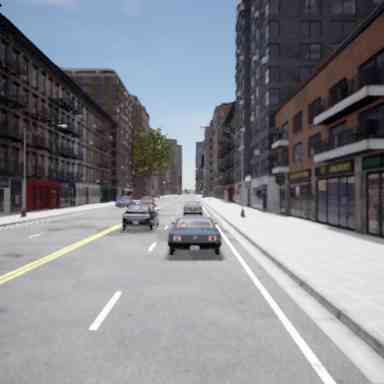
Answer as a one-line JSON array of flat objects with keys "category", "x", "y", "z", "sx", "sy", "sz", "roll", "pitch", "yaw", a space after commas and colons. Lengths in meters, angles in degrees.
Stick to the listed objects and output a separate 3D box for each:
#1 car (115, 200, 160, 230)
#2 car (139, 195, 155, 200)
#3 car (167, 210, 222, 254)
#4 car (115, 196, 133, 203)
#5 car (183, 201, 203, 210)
[{"category": "car", "x": -3.157, "y": 1.497, "z": 21.098, "sx": 2.128, "sy": 1.511, "sz": 4.902, "roll": 0, "pitch": 0, "yaw": 0}, {"category": "car", "x": -6.584, "y": 1.387, "z": 48.839, "sx": 2.097, "sy": 1.767, "sz": 4.553, "roll": 0, "pitch": 0, "yaw": 0}, {"category": "car", "x": 0.095, "y": 1.603, "z": 13.489, "sx": 1.895, "sy": 1.301, "sz": 4.718, "roll": 0, "pitch": 0, "yaw": 0}, {"category": "car", "x": -9.835, "y": 1.387, "z": 48.835, "sx": 2.097, "sy": 1.767, "sz": 4.553, "roll": 0, "pitch": 0, "yaw": 0}, {"category": "car", "x": 0.090, "y": 1.560, "z": 31.429, "sx": 2.033, "sy": 1.411, "sz": 5.357, "roll": 0, "pitch": 0, "yaw": 0}]
